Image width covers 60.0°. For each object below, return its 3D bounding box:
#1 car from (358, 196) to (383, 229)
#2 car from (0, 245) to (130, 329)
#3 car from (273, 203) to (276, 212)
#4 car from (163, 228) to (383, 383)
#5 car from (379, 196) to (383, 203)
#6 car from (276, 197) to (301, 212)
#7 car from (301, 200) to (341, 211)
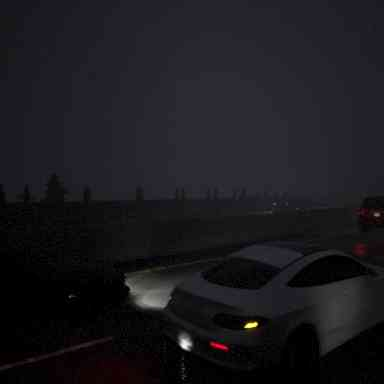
[{"bbox_3d":[11.247,1.233,18.725,2.150,2.045,5.566,0,0,45],"label":"car"},{"bbox_3d":[-3.787,1.565,5.432,5.357,1.411,2.033,0,0,-36],"label":"car"},{"bbox_3d":[11.363,1.398,39.051,2.097,1.767,4.553,0,0,45],"label":"car"},{"bbox_3d":[1.724,1.533,5.329,4.674,1.442,1.812,0,0,-38],"label":"car"},{"bbox_3d":[40.335,1.513,68.430,1.882,1.535,5.008,0,0,44],"label":"car"},{"bbox_3d":[10.837,1.542,33.526,1.837,1.490,4.892,0,0,45],"label":"car"},{"bbox_3d":[11.798,1.555,29.509,1.812,1.442,4.674,0,0,45],"label":"car"}]
